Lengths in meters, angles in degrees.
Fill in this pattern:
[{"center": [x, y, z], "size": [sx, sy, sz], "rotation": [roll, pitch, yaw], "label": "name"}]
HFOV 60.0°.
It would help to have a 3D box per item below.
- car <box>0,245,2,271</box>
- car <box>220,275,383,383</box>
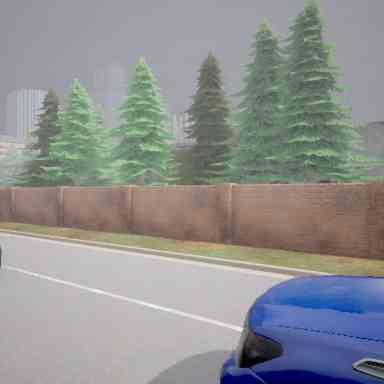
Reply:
[{"center": [-6.943, 1.505, 8.922], "size": [4.892, 1.490, 1.837], "rotation": [0, 0, 36], "label": "car"}, {"center": [2.894, 1.219, 1.936], "size": [5.566, 2.045, 2.150], "rotation": [0, 0, 35], "label": "car"}]
